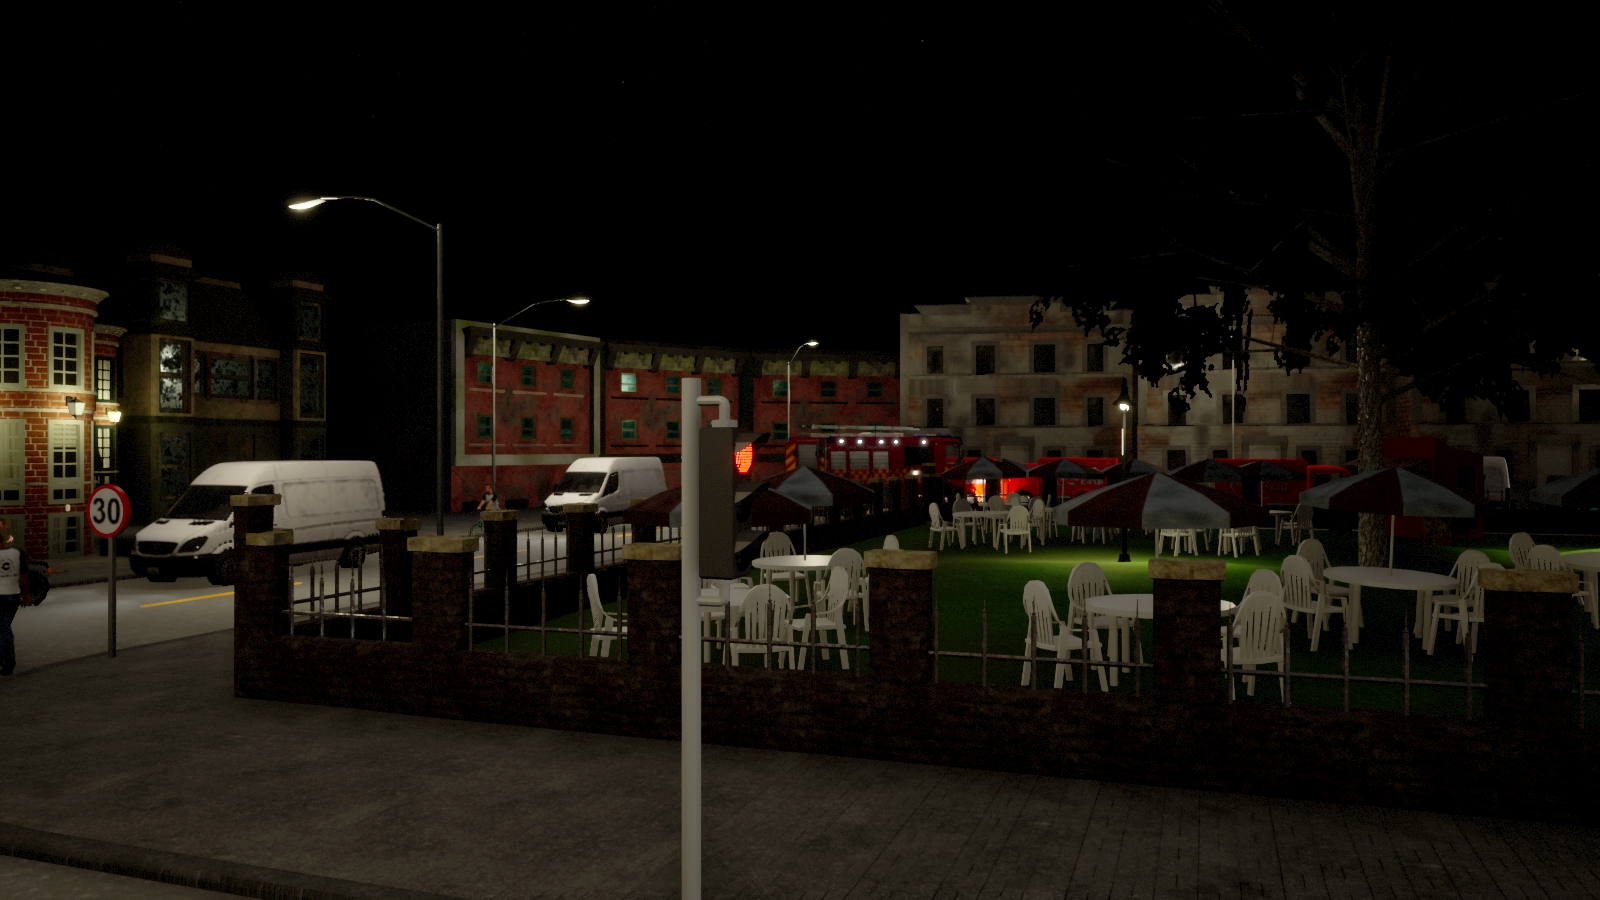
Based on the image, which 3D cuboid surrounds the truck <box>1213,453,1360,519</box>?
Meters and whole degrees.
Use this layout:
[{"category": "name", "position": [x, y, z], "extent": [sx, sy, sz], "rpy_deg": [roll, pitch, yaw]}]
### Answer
[{"category": "truck", "position": [19.069, 1.348, 45.073], "extent": [5.204, 2.467, 2.627], "rpy_deg": [0, 0, 20]}]

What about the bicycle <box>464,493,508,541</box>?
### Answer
[{"category": "bicycle", "position": [-9.166, 1.936, 33.430], "extent": [0.373, 1.296, 1.643], "rpy_deg": [0, 0, 20]}]

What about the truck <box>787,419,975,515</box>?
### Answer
[{"category": "truck", "position": [3.640, 0.672, 49.315], "extent": [8.468, 3.827, 2.891], "rpy_deg": [0, 0, -40]}]

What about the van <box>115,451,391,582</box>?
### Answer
[{"category": "van", "position": [-11.966, 1.314, 25.614], "extent": [1.988, 2.561, 5.915], "rpy_deg": [0, 0, 20]}]

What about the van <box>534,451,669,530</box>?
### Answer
[{"category": "van", "position": [-6.823, 1.314, 40.134], "extent": [1.988, 2.561, 5.915], "rpy_deg": [0, 0, 20]}]

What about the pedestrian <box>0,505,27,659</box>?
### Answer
[{"category": "pedestrian", "position": [-9.901, 1.629, 14.195], "extent": [0.375, 1.860, 0.375], "rpy_deg": [0, 0, 34]}]
